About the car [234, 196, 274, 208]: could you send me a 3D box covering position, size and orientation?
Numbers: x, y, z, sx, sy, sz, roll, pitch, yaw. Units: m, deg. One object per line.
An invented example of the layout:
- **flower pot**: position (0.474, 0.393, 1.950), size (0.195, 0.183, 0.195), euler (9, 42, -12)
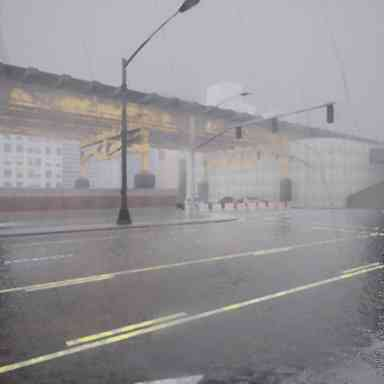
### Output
- **car**: position (8.405, 1.334, 45.441), size (4.974, 1.542, 2.038), euler (0, 0, -7)

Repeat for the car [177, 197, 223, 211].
- **car**: position (0.748, 1.355, 38.998), size (4.974, 1.542, 2.038), euler (0, 0, 8)

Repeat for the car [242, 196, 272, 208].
- **car**: position (8.353, 1.176, 45.434), size (4.536, 1.218, 1.853), euler (0, 0, -7)

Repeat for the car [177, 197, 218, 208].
- **car**: position (0.697, 1.197, 39.004), size (4.536, 1.218, 1.853), euler (0, 0, 8)

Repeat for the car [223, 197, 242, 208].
- **car**: position (4.494, 1.346, 41.682), size (2.038, 1.542, 4.974), euler (0, 0, 18)

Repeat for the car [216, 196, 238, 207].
- **car**: position (4.509, 1.188, 41.731), size (1.853, 1.218, 4.536), euler (0, 0, 18)
